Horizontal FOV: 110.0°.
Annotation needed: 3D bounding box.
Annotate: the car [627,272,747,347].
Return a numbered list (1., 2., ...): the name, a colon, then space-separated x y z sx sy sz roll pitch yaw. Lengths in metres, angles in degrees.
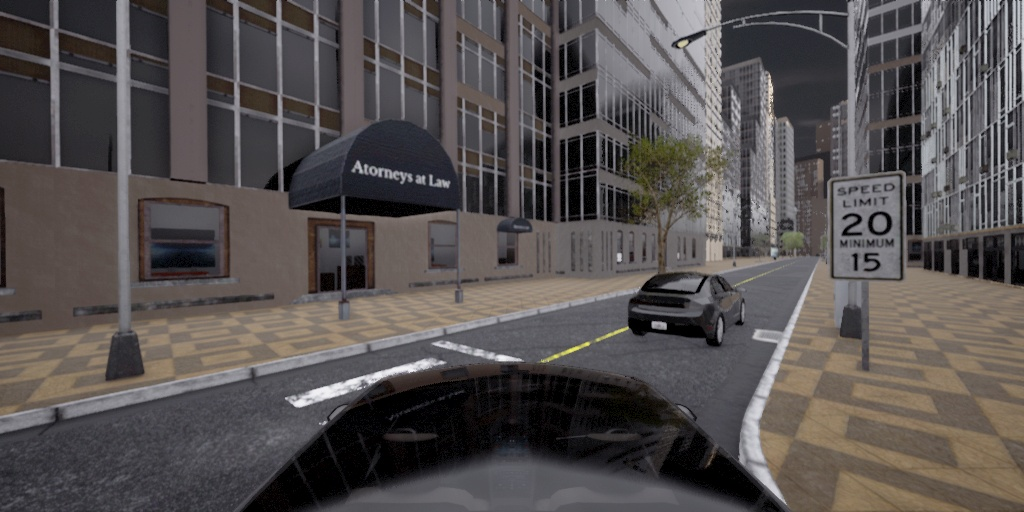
1. car: 4.597 1.151 9.180 1.837 1.490 4.892 0 0 41
